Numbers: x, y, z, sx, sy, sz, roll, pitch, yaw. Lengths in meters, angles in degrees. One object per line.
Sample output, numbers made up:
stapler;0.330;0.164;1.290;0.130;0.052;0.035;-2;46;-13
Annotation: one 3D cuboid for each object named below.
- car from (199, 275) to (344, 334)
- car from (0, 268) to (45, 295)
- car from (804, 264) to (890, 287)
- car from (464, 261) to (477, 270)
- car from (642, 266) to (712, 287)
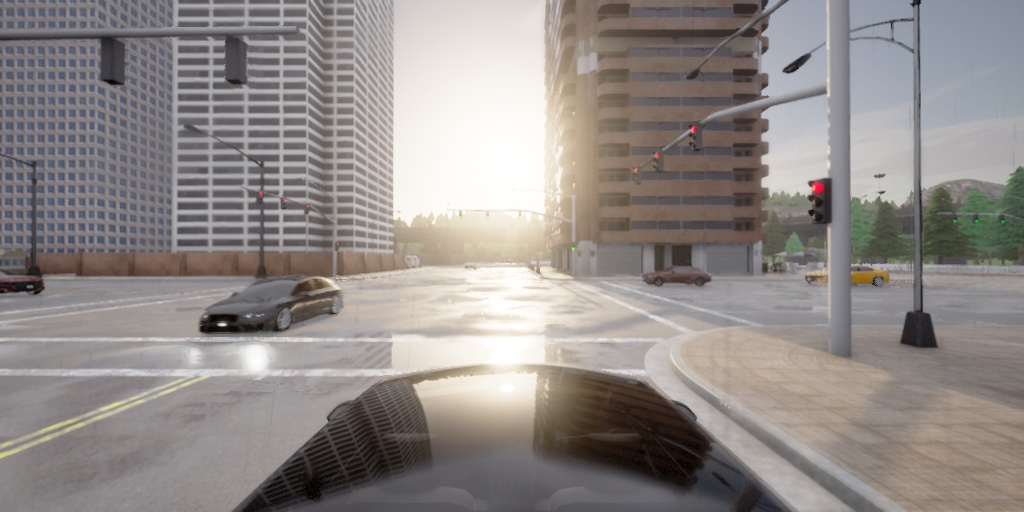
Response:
car;-6.999;1.397;11.089;1.837;1.490;4.892;0;0;0
car;-27.479;1.323;18.600;5.008;1.535;1.882;0;0;0
car;23.637;1.362;25.452;5.008;1.535;1.882;0;0;1
car;-6.988;1.496;60.728;2.033;1.411;5.357;0;0;0
car;11.726;1.410;25.604;4.674;1.442;1.812;0;0;2
